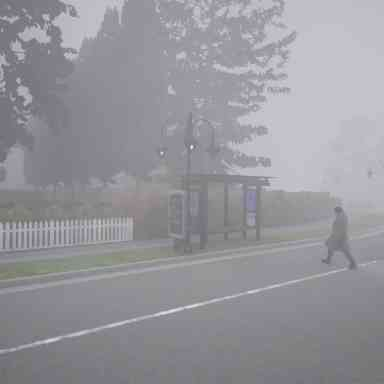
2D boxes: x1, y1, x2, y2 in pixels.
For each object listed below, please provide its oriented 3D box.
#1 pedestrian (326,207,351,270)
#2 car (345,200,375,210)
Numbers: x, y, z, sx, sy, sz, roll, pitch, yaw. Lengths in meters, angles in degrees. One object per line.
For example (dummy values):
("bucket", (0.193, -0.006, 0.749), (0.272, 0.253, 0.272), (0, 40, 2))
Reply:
("pedestrian", (4.358, 1.295, 9.886), (0.375, 1.860, 0.375), (0, 0, -35))
("car", (23.868, 1.826, 47.319), (1.994, 1.385, 4.181), (0, -1, -11))
